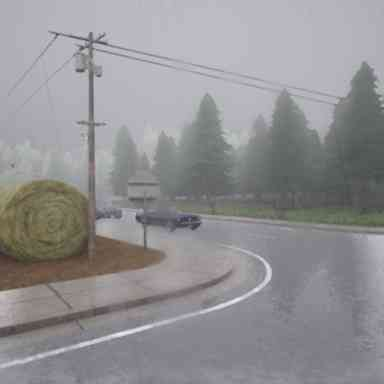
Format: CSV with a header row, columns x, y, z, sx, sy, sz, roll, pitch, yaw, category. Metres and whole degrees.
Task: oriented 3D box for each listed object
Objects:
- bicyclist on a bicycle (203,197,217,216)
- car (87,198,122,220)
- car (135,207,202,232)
x,y,z,sx,sy,sz,roll,pitch,yaw,category
1.524,1.234,28.266,1.656,1.620,0.582,-1,0,-38,bicyclist on a bicycle
-7.617,1.329,27.758,2.097,1.767,4.553,0,0,-38,car
-1.486,1.576,20.017,1.895,1.301,4.718,0,0,-38,car
